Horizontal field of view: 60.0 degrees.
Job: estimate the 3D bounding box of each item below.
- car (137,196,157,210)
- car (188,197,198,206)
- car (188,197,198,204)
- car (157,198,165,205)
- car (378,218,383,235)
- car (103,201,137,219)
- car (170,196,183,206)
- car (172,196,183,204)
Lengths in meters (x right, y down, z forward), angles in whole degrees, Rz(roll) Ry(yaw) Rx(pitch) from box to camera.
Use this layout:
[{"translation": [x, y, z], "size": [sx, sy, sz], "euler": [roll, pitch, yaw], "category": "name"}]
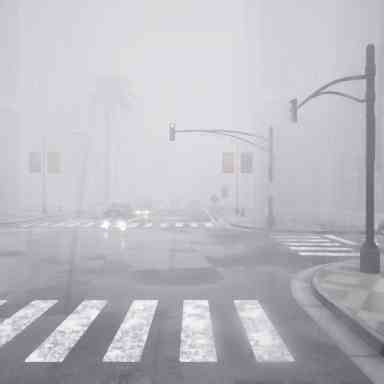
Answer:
[{"translation": [-6.483, 1.574, 45.054], "size": [2.128, 1.511, 4.902], "euler": [0, 0, 0], "category": "car"}, {"translation": [0.198, 1.791, 59.822], "size": [1.895, 1.301, 4.718], "euler": [0, 0, 1], "category": "car"}, {"translation": [0.172, 1.705, 69.827], "size": [2.033, 1.411, 5.357], "euler": [0, -1, 0], "category": "car"}, {"translation": [-6.340, 1.808, 64.800], "size": [1.994, 1.385, 4.181], "euler": [0, -1, 0], "category": "car"}, {"translation": [11.613, 1.415, 16.127], "size": [4.553, 1.767, 2.097], "euler": [0, 0, 1], "category": "car"}, {"translation": [-6.527, 1.622, 29.847], "size": [1.895, 1.301, 4.718], "euler": [0, 0, 0], "category": "car"}, {"translation": [-3.001, 1.739, 60.055], "size": [2.033, 1.411, 5.357], "euler": [0, 0, 0], "category": "car"}, {"translation": [-3.016, 1.641, 70.631], "size": [2.097, 1.767, 4.553], "euler": [0, -1, 0], "category": "car"}]
